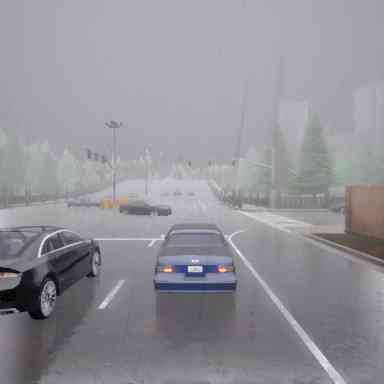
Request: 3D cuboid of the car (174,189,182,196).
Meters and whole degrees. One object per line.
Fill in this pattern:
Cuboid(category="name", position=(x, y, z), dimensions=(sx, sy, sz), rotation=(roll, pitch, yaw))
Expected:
Cuboid(category="car", position=(-3.735, 0.063, 89.512), dimensions=(2.097, 1.767, 4.553), rotation=(0, 7, 0))

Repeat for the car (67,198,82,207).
Cuboid(category="car", position=(-17.637, 1.601, 51.371), dimensions=(1.895, 1.301, 4.718), rotation=(0, 0, 0))

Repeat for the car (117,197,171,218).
Cuboid(category="car", position=(-4.237, 1.477, 30.038), dimensions=(5.008, 1.535, 1.882), rotation=(0, 1, 26))

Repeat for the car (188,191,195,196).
Cuboid(category="car", position=(-0.235, 0.302, 89.536), dimensions=(1.895, 1.301, 4.718), rotation=(0, 7, 0))

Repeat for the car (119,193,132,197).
Cuboid(category="car", position=(-14.101, 1.443, 67.576), dimensions=(1.882, 1.535, 5.008), rotation=(0, 1, 0))

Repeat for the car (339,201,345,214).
Cuboid(category="car", position=(16.551, 1.564, 31.220), dimensions=(4.181, 1.385, 1.994), rotation=(0, 0, 0))

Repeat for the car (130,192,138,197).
Cuboid(category="car", position=(-14.170, 0.879, 79.156), dimensions=(2.097, 1.767, 4.553), rotation=(0, 3, 0))

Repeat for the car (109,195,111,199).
Cuboid(category="car", position=(-17.615, 1.424, 70.511), dimensions=(2.128, 1.511, 4.902), rotation=(0, 1, 0))

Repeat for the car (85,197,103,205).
Cuboid(category="car", position=(-17.622, 1.564, 60.185), dimensions=(1.994, 1.385, 4.181), rotation=(0, 0, 0))

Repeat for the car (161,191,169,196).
Cuboid(category="car", position=(-7.235, 0.297, 89.546), dimensions=(1.895, 1.301, 4.718), rotation=(0, 7, 0))

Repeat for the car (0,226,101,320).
Cuboid(category="car", position=(-3.437, 1.492, 7.308), dimensions=(2.128, 1.511, 4.902), rotation=(0, 0, 0))

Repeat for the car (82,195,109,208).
Cuboid(category="car", position=(-14.137, 1.526, 48.987), dimensions=(1.812, 1.442, 4.674), rotation=(0, 0, 0))

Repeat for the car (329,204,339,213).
Cuboid(category="car", position=(16.845, 1.505, 34.721), dimensions=(4.892, 1.490, 1.837), rotation=(0, 0, 0))

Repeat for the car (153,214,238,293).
Cuboid(category="car", position=(0.071, 1.547, 8.982), dimensions=(2.033, 1.411, 5.357), rotation=(0, 0, 0))
